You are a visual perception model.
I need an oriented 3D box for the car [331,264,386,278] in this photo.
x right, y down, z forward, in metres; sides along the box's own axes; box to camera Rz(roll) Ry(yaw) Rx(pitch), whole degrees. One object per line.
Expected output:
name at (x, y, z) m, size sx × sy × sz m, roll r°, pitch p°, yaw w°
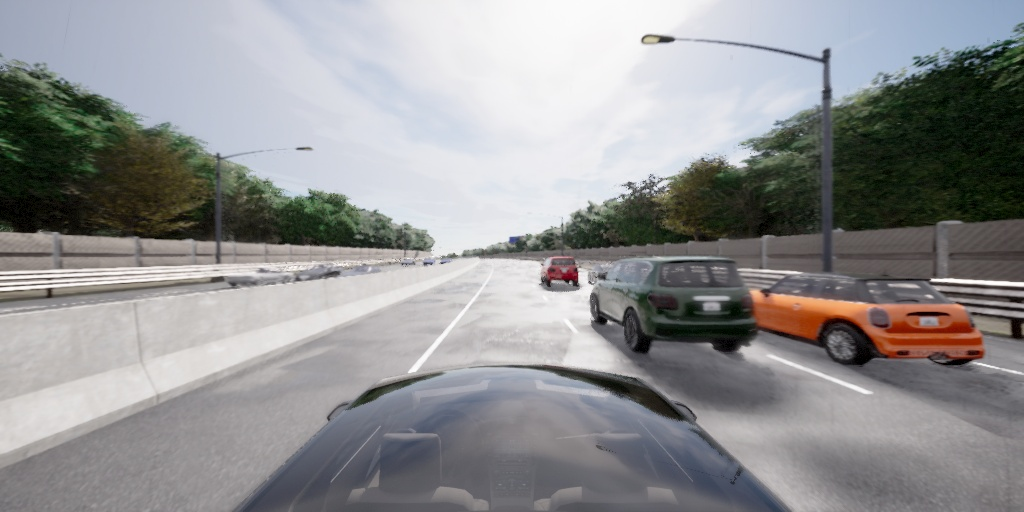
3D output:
car at (-10.851, 1.400, 26.424) m, size 2.033 × 1.411 × 5.357 m, roll 0°, pitch 0°, yaw -1°

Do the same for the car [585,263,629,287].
car at (6.842, 1.347, 26.381) m, size 1.837 × 1.490 × 4.892 m, roll 0°, pitch 0°, yaw -1°

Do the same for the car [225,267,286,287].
car at (-17.839, 1.459, 25.606) m, size 1.895 × 1.301 × 4.718 m, roll 0°, pitch 0°, yaw -1°

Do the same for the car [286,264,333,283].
car at (-14.367, 1.346, 27.095) m, size 2.128 × 1.511 × 4.902 m, roll 0°, pitch 0°, yaw -1°

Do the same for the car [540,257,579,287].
car at (3.352, 1.066, 25.968) m, size 2.150 × 2.045 × 5.566 m, roll 0°, pitch 0°, yaw -1°

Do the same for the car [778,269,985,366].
car at (7.072, 1.140, 8.215) m, size 2.097 × 1.767 × 4.553 m, roll 0°, pitch 0°, yaw 0°

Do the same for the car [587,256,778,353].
car at (3.573, 1.019, 9.117) m, size 2.150 × 2.045 × 5.566 m, roll 0°, pitch 0°, yaw 0°
